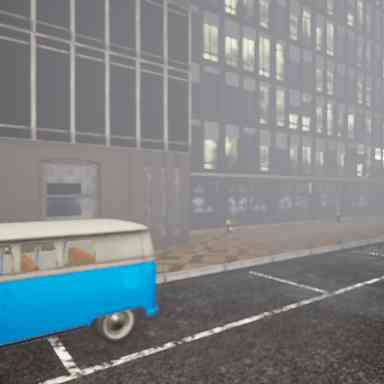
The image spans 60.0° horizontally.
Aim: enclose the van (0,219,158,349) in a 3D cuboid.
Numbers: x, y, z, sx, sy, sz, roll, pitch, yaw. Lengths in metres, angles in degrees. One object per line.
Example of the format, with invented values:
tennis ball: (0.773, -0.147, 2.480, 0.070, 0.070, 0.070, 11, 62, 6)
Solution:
van: (-2.448, 1.340, 4.813, 3.998, 1.788, 1.690, 0, 0, -35)
